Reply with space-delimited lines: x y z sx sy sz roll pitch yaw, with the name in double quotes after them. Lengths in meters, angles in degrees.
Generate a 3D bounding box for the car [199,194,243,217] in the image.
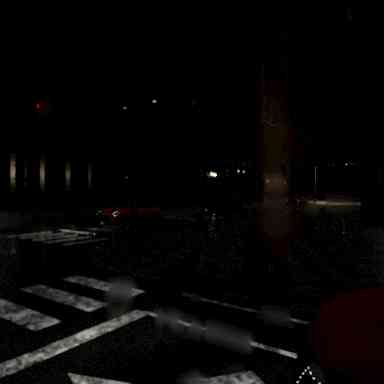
2.912 1.209 32.088 2.150 2.045 5.566 0 1 36 "car"

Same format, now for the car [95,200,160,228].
-4.201 1.332 22.208 2.097 1.767 4.553 0 0 36 "car"

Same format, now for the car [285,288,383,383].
3.220 1.227 1.388 5.566 2.045 2.150 0 0 36 "car"

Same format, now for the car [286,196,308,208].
15.732 1.374 49.746 2.097 1.767 4.553 0 0 36 "car"
